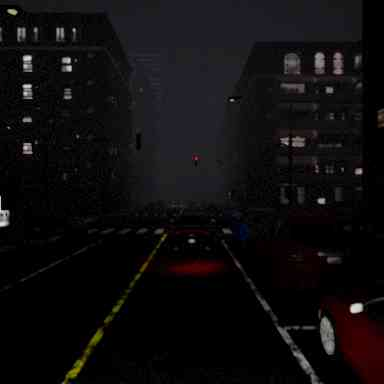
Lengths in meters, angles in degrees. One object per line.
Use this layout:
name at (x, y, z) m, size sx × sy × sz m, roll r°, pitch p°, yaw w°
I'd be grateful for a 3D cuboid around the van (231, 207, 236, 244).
van at (2.680, 1.482, 14.188) m, size 1.690 × 1.788 × 3.998 m, roll 0°, pitch -1°, yaw 0°

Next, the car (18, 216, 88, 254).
car at (-5.700, 1.722, 14.185) m, size 1.802 × 1.307 × 4.206 m, roll 0°, pitch -1°, yaw 0°

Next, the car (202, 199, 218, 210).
car at (2.675, 2.049, 46.578) m, size 1.802 × 1.307 × 4.206 m, roll 0°, pitch -1°, yaw 0°

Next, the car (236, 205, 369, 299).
car at (2.681, 1.401, 8.661) m, size 2.192 × 1.841 × 5.009 m, roll 0°, pitch -1°, yaw 0°

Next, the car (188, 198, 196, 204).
car at (-0.017, 2.268, 86.039) m, size 1.994 × 1.385 × 4.181 m, roll 0°, pitch -1°, yaw 0°

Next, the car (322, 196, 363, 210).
car at (15.753, 1.368, 33.726) m, size 5.009 × 1.841 × 2.192 m, roll -1°, pitch 1°, yaw 0°

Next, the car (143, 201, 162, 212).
car at (-5.706, 2.033, 46.589) m, size 1.947 × 1.339 × 4.313 m, roll 0°, pitch -1°, yaw 0°

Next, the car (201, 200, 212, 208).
car at (2.671, 2.185, 63.148) m, size 1.887 × 1.381 × 4.507 m, roll 0°, pitch -1°, yaw 0°

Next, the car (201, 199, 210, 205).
car at (3.133, 2.314, 77.145) m, size 1.812 × 1.442 × 4.674 m, roll 0°, pitch -1°, yaw 0°

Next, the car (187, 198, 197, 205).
car at (-0.015, 2.107, 74.721) m, size 2.097 × 1.767 × 4.553 m, roll 0°, pitch -1°, yaw 0°

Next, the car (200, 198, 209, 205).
car at (3.123, 2.341, 84.144) m, size 1.882 × 1.535 × 5.008 m, roll 0°, pitch -1°, yaw 0°

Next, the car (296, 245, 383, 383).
car at (2.683, 1.577, 3.130) m, size 1.887 × 1.381 × 4.507 m, roll 0°, pitch -1°, yaw 0°

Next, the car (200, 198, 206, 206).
car at (2.673, 2.090, 52.102) m, size 1.947 × 1.339 × 4.313 m, roll 0°, pitch -1°, yaw 0°

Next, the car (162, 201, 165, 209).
car at (-5.709, 2.148, 57.635) m, size 1.947 × 1.339 × 4.313 m, roll 0°, pitch -1°, yaw 0°

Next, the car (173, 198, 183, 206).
car at (-3.016, 2.095, 72.548) m, size 2.097 × 1.767 × 4.553 m, roll 0°, pitch -1°, yaw 0°

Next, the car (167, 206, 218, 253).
car at (0.007, 1.621, 14.459) m, size 1.882 × 1.535 × 5.008 m, roll 0°, pitch 0°, yaw 0°
